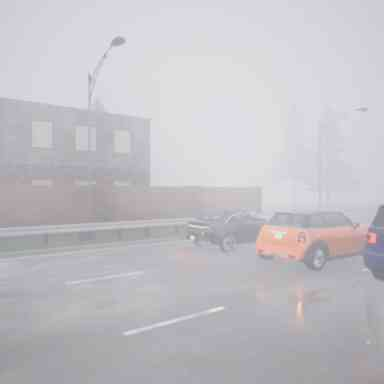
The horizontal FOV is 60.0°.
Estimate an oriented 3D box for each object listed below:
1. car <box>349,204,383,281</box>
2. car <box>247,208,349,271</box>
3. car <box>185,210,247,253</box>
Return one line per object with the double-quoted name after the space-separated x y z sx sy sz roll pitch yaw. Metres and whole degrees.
6.654 1.226 8.555 5.566 2.045 2.150 0 0 -35 "car"
4.323 1.356 11.193 4.553 1.767 2.097 0 0 -35 "car"
2.000 1.496 13.839 4.902 1.511 2.128 0 0 -35 "car"
